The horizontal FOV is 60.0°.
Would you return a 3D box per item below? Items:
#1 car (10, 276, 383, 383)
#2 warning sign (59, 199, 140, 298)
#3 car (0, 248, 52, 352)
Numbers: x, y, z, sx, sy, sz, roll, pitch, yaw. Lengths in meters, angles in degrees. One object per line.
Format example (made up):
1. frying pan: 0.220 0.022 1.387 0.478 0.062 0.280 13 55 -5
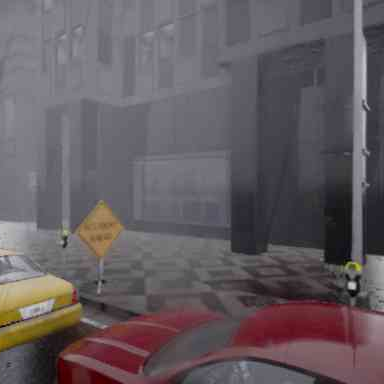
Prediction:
1. car: 0.804 1.544 2.386 4.507 1.381 1.887 0 0 35
2. warning sign: -1.985 1.108 7.205 1.060 1.860 1.300 0 0 35
3. car: -3.931 1.517 5.754 4.829 1.417 1.752 0 0 35
